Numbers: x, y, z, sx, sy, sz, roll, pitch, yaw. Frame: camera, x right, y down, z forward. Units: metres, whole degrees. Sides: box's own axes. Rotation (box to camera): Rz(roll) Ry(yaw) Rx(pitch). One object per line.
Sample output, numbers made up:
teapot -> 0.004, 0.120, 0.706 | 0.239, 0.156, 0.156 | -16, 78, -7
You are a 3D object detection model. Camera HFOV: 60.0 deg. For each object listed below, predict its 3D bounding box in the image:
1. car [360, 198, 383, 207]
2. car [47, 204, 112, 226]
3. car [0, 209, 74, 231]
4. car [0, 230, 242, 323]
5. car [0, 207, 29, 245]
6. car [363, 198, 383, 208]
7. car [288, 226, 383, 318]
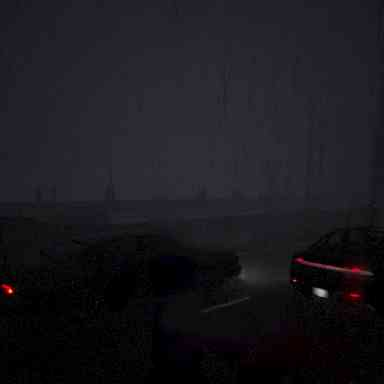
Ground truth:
car -> 22.130, 1.521, 40.067 | 4.674, 1.442, 1.812 | 0, 0, -39
car -> -7.386, 1.542, 20.558 | 4.892, 1.490, 1.837 | 0, 0, -39
car -> -7.025, 1.553, 12.007 | 4.674, 1.442, 1.812 | 0, 0, -37
car -> -1.354, 1.558, 7.261 | 5.357, 1.411, 2.033 | 0, 0, -38
car -> -9.897, 1.527, 14.232 | 4.902, 1.511, 2.128 | 0, 0, -37
car -> 26.852, 1.559, 48.410 | 4.181, 1.385, 1.994 | 0, 0, -39
car -> 4.094, 1.491, 7.155 | 4.902, 1.511, 2.128 | 0, 0, -38
